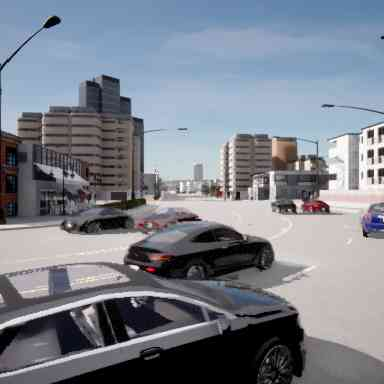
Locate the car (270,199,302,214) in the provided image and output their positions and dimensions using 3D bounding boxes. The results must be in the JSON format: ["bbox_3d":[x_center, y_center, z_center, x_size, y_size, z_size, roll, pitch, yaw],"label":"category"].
[{"bbox_3d":[9.674,1.506,35.345,1.837,1.490,4.892,0,0,0],"label":"car"}]

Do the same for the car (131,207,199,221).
[{"bbox_3d":[-1.143,1.564,18.580,1.994,1.385,4.181,0,0,30],"label":"car"}]

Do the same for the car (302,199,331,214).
[{"bbox_3d":[13.155,1.526,35.555,1.812,1.442,4.674,0,0,0],"label":"car"}]

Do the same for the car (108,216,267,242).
[{"bbox_3d":[0.367,1.526,8.928,4.674,1.442,1.812,0,0,-45],"label":"car"}]

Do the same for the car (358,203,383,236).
[{"bbox_3d":[10.224,1.352,17.896,2.097,1.767,4.553,0,0,24],"label":"car"}]

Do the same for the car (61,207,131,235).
[{"bbox_3d":[-5.253,1.564,18.946,1.994,1.385,4.181,0,0,34],"label":"car"}]

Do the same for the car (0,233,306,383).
[{"bbox_3d":[-0.868,1.492,3.256,4.902,1.511,2.128,0,0,-37],"label":"car"}]
